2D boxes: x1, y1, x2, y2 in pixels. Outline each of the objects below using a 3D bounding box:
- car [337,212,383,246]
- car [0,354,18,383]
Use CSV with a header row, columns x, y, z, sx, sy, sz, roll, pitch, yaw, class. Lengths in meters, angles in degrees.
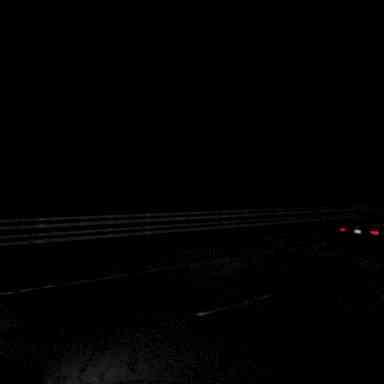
x,y,z,sx,sy,sz,roll,pitch,yaw,class
8.239,1.540,13.918,5.357,1.411,2.033,0,-1,-36,car
-3.370,1.500,1.344,4.892,1.490,1.837,1,0,-35,car
